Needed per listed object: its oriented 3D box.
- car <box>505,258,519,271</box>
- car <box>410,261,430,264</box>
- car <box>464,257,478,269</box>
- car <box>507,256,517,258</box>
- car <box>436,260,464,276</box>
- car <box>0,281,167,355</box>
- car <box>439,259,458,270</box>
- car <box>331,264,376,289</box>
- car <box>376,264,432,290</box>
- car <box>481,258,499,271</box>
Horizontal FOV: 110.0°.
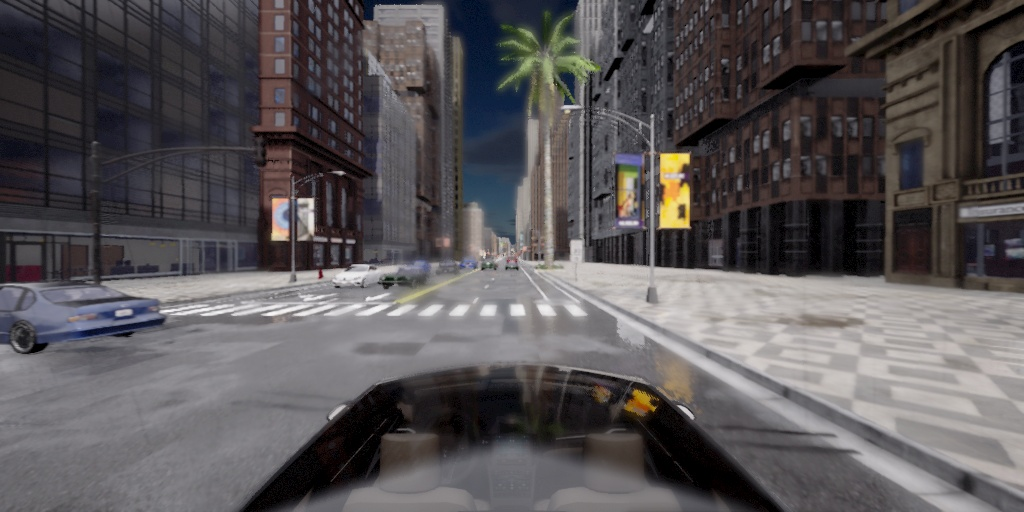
[{"bbox_3d":[-0.002,1.335,50.881,1.994,1.385,4.181,0,0,0],"label":"car"},{"bbox_3d":[-9.835,1.232,37.927,1.882,1.535,5.008,0,1,0],"label":"car"},{"bbox_3d":[-6.502,1.106,55.441,2.150,2.045,5.566,0,0,0],"label":"car"},{"bbox_3d":[-0.002,1.006,60.917,2.150,2.045,5.566,0,0,0],"label":"car"},{"bbox_3d":[-6.585,1.316,37.452,1.994,1.385,4.181,0,0,0],"label":"car"},{"bbox_3d":[-11.018,1.296,8.289,5.357,1.411,2.033,0,0,9],"label":"car"},{"bbox_3d":[-9.752,1.306,55.471,2.128,1.511,4.902,0,0,0],"label":"car"},{"bbox_3d":[-9.845,1.274,23.377,1.812,1.442,4.674,0,0,0],"label":"car"},{"bbox_3d":[-6.596,1.349,22.577,1.895,1.301,4.718,0,0,0],"label":"car"},{"bbox_3d":[-3.252,1.122,50.852,2.097,1.767,4.553,0,0,0],"label":"car"}]
